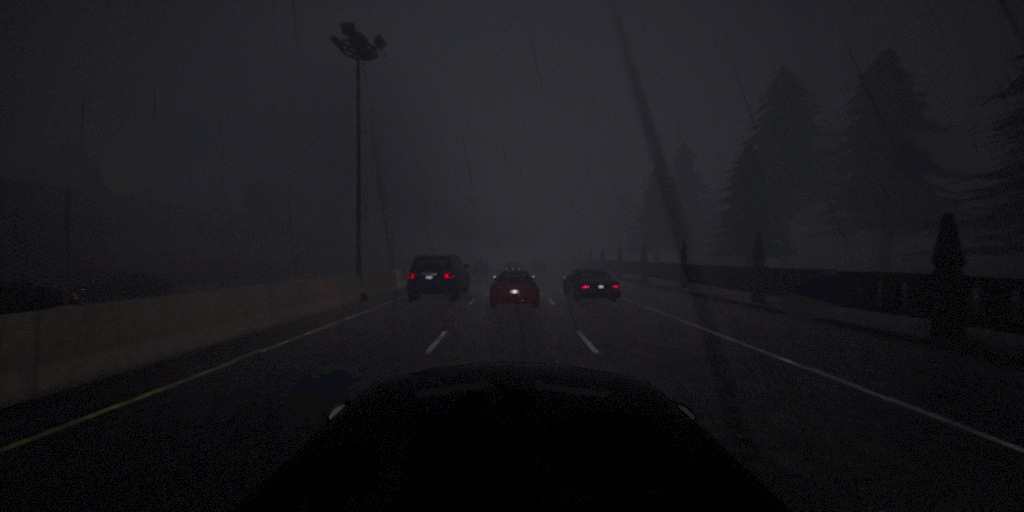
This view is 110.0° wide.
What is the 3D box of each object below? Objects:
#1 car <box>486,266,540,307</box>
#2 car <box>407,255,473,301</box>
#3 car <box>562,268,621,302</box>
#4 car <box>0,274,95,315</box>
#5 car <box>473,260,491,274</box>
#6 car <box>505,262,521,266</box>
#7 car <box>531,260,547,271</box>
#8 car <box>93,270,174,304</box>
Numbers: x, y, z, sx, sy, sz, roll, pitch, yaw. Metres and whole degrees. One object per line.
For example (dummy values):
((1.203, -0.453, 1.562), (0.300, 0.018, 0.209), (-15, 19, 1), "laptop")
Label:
((0.099, 1.310, 15.535), (1.994, 1.385, 4.181), (0, 0, 0), "car")
((-3.399, 0.967, 17.376), (2.150, 2.045, 5.566), (0, 0, 0), "car")
((3.595, 1.292, 16.982), (2.033, 1.411, 5.357), (0, 0, 0), "car")
((-14.098, 1.311, 9.100), (1.994, 1.385, 4.181), (0, 0, 0), "car")
((-3.404, 1.229, 40.685), (2.128, 1.511, 4.902), (0, 0, 0), "car")
((0.095, 1.286, 36.720), (2.033, 1.411, 5.357), (0, 0, 0), "car")
((3.601, 1.260, 48.373), (1.812, 1.442, 4.674), (0, 0, 0), "car")
((-17.596, 1.309, 15.832), (1.994, 1.385, 4.181), (0, 0, 0), "car")
